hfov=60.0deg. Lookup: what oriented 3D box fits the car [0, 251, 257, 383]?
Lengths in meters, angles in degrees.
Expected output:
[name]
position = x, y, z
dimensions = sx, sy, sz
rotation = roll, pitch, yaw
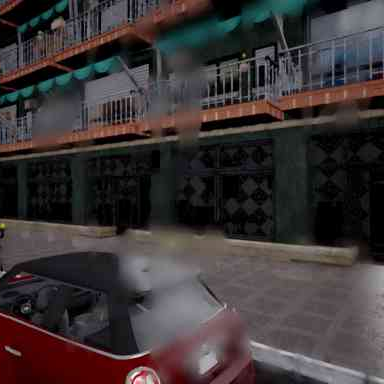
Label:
[car]
position = -1.442, 1.440, 3.899
dimensions = 4.097, 1.590, 1.967
rotation = 0, 0, 35
